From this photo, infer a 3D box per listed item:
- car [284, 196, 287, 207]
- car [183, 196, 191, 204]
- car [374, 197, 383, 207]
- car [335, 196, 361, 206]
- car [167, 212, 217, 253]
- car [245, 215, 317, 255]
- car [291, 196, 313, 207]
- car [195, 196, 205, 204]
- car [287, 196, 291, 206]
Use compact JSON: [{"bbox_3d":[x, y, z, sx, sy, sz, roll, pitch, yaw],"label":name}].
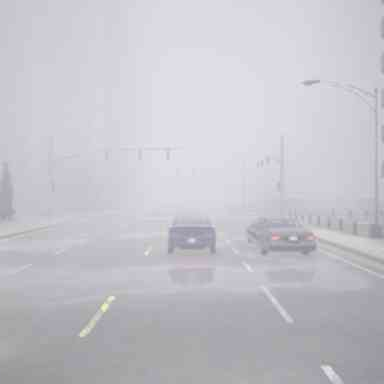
[{"bbox_3d":[24.178,1.938,78.010,4.605,1.855,1.932,0,-1,0],"label":"car"},{"bbox_3d":[-1.228,2.344,87.497,2.033,1.411,5.357,0,-1,-1],"label":"car"},{"bbox_3d":[39.395,2.075,66.750,3.806,1.475,1.970,0,-1,0],"label":"car"},{"bbox_3d":[39.206,1.991,83.648,4.605,1.855,1.932,0,-1,0],"label":"car"},{"bbox_3d":[-0.003,1.614,14.489,1.882,1.535,5.008,0,0,0],"label":"car"},{"bbox_3d":[3.496,1.679,13.984,2.033,1.411,5.357,0,-1,0],"label":"car"},{"bbox_3d":[24.260,2.128,72.430,3.806,1.475,1.970,0,-1,0],"label":"car"},{"bbox_3d":[2.271,2.329,87.542,1.812,1.442,4.674,0,-1,-1],"label":"car"},{"bbox_3d":[24.244,2.124,75.325,3.905,1.438,1.784,0,-1,0],"label":"car"}]
